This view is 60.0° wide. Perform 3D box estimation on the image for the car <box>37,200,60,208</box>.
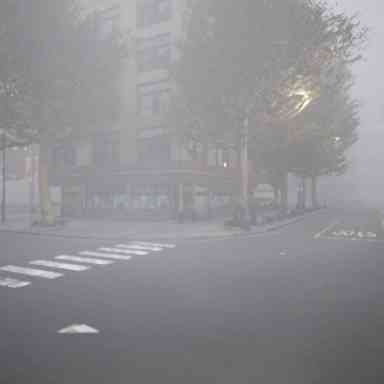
[{"bbox_3d":[-24.993,2.172,59.320,1.895,1.301,4.718,0,-1,30],"label":"car"}]
